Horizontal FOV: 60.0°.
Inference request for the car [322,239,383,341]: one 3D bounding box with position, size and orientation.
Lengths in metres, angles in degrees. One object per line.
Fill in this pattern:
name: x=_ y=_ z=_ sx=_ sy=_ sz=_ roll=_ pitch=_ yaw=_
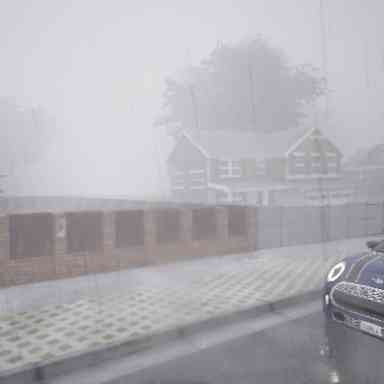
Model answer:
car: x=4.429 y=1.334 z=5.928 sx=4.553 sy=1.767 sz=2.097 roll=0 pitch=0 yaw=-33
